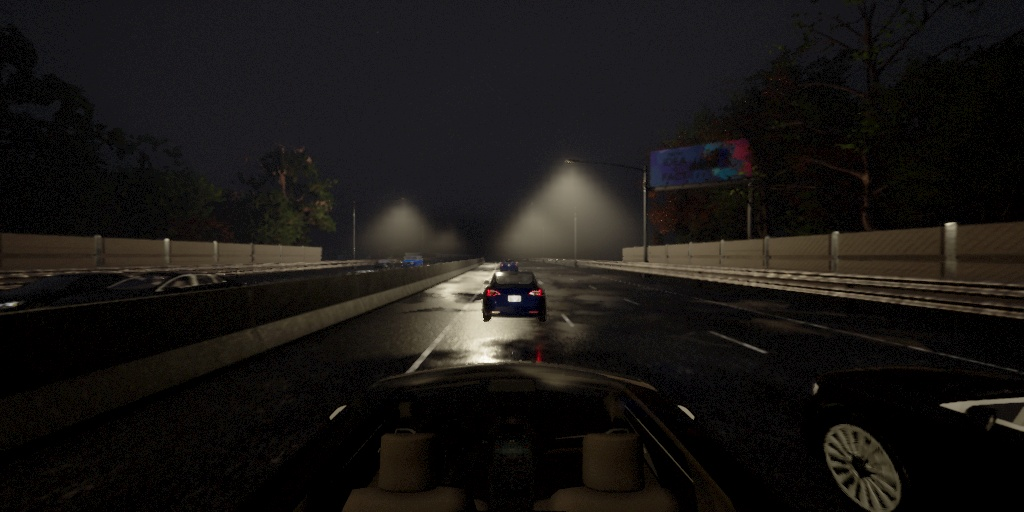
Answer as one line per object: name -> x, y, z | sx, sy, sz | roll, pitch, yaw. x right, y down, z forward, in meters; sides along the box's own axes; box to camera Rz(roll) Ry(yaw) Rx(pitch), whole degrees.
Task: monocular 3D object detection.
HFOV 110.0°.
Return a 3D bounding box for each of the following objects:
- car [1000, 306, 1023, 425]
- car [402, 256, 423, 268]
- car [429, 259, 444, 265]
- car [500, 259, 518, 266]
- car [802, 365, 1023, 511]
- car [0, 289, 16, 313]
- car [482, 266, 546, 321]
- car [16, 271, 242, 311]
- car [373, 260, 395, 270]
car -> 7.092, 1.313, 2.391 | 1.994, 1.385, 4.181 | 0, 0, 0
car -> -14.844, 0.951, 53.876 | 2.150, 2.045, 5.566 | 0, 0, -1
car -> -11.345, 1.254, 54.176 | 1.812, 1.442, 4.674 | 0, 0, -1
car -> -0.372, 1.089, 42.177 | 2.097, 1.767, 4.553 | 0, 0, -1
car -> 3.594, 1.240, 1.309 | 2.128, 1.511, 4.902 | 0, 0, 0
car -> -14.149, 1.278, 11.617 | 1.812, 1.442, 4.674 | 0, 0, 0
car -> 0.058, 1.253, 12.498 | 2.163, 1.488, 4.792 | 0, 0, 0
car -> -10.632, 1.243, 10.938 | 2.128, 1.511, 4.902 | 0, 0, 0
car -> -18.263, 1.297, 51.169 | 1.994, 1.385, 4.181 | 0, 0, -1
